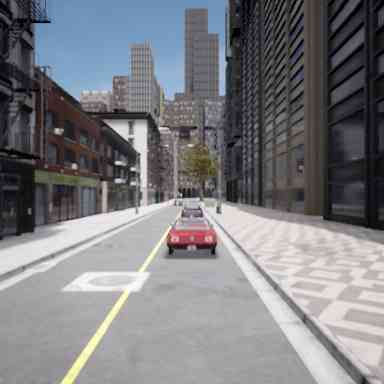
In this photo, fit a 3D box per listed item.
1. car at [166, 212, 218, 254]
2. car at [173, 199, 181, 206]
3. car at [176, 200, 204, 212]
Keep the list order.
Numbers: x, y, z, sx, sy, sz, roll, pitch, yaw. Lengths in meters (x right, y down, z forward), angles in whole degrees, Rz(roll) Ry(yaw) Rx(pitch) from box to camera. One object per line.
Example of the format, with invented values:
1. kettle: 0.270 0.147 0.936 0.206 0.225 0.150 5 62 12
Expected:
1. car: 0.004 1.736 14.102 1.895 1.301 4.718 0 -1 0
2. car: -2.986 2.270 70.998 2.128 1.511 4.902 0 -1 0
3. car: 0.009 1.784 29.296 2.128 1.511 4.902 0 -1 0
